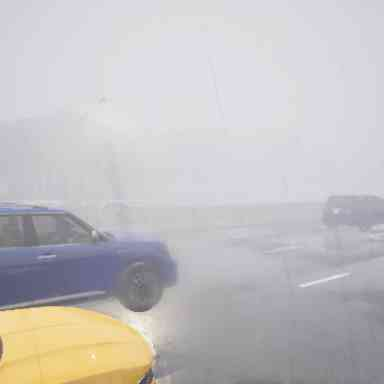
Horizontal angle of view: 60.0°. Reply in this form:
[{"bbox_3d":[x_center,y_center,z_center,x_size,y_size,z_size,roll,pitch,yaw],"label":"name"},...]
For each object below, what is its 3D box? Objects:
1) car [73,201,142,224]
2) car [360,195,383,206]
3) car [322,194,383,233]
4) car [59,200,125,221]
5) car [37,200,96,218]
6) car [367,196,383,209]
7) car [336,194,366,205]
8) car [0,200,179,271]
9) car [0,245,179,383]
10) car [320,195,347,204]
[{"bbox_3d":[-6.345,1.491,25.246,4.674,1.442,1.812,0,0,-35],"label":"car"},{"bbox_3d":[26.641,1.254,48.433,4.181,1.385,1.994,-1,1,-34],"label":"car"},{"bbox_3d":[9.895,1.158,19.355,5.566,2.045,2.150,0,0,-35],"label":"car"},{"bbox_3d":[-8.365,1.456,28.103,4.902,1.511,2.128,0,0,-35],"label":"car"},{"bbox_3d":[-11.350,1.494,30.276,4.674,1.442,1.812,0,0,-35],"label":"car"},{"bbox_3d":[24.896,1.256,42.951,4.902,1.511,2.128,-1,0,-35],"label":"car"},{"bbox_3d":[24.414,1.173,51.141,5.008,1.535,1.882,-1,1,-34],"label":"car"},{"bbox_3d":[-2.930,1.217,5.954,5.566,2.045,2.150,0,0,-35],"label":"car"},{"bbox_3d":[-2.594,1.481,2.018,5.008,1.535,1.882,0,0,-36],"label":"car"},{"bbox_3d":[23.238,1.202,54.565,4.674,1.442,1.812,-1,1,-34],"label":"car"}]
